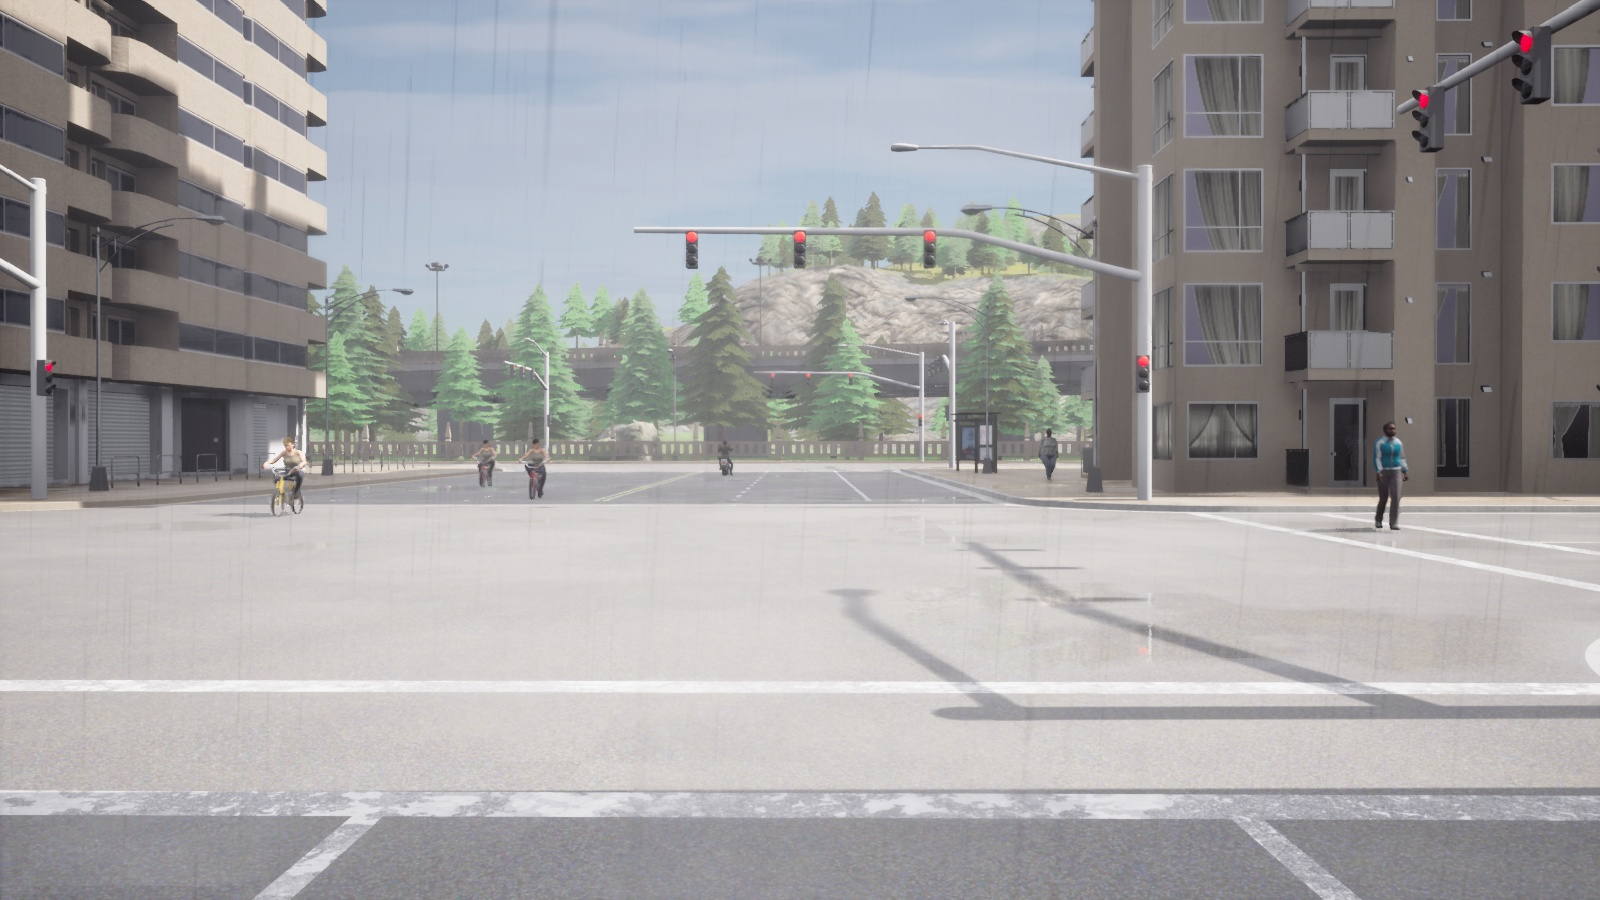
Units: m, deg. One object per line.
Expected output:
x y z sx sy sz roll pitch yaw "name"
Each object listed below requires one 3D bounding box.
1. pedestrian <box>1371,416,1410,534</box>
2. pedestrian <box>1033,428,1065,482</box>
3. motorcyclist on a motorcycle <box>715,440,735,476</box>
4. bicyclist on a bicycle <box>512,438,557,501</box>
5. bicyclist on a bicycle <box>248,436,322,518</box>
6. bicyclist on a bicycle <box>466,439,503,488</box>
9.790 0.405 20.827 0.396 1.930 0.692 0 0 8 "pedestrian"
8.612 0.167 43.391 0.874 1.855 0.900 0 0 -4 "pedestrian"
-3.437 0.367 57.900 0.766 1.649 2.350 0 0 0 "motorcyclist on a motorcycle"
-6.961 0.491 32.996 0.866 1.612 1.509 0 1 0 "bicyclist on a bicycle"
-10.458 0.530 25.547 0.866 1.612 1.509 0 0 0 "bicyclist on a bicycle"
-10.455 0.439 41.678 0.866 1.612 1.509 0 0 0 "bicyclist on a bicycle"
